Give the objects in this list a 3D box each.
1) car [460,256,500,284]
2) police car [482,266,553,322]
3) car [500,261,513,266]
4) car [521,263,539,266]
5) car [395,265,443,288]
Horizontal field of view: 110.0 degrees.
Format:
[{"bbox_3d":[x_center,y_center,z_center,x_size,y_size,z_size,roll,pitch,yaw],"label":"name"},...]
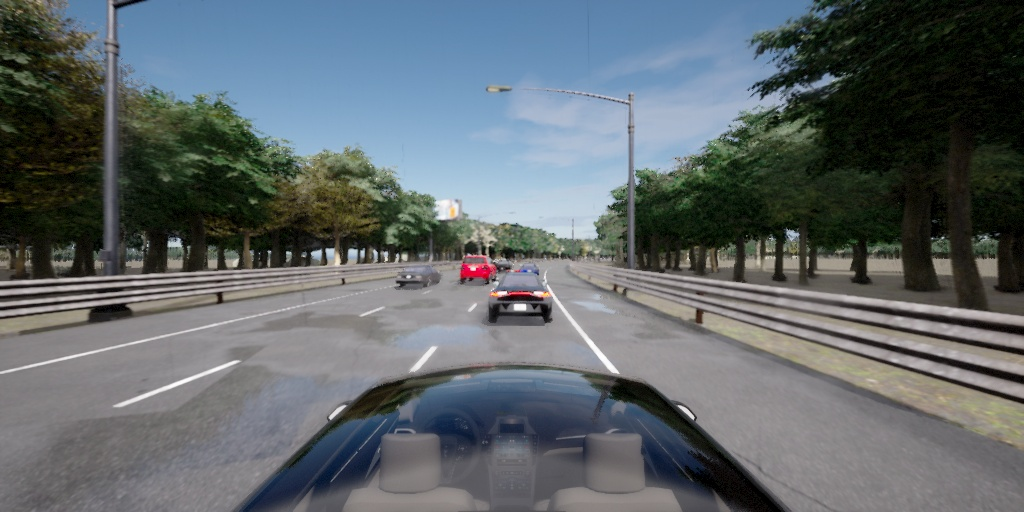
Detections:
[{"bbox_3d":[-2.506,1.025,27.479,2.150,2.045,5.566,0,-1,4],"label":"car"},{"bbox_3d":[0.303,1.278,12.567,2.038,1.542,4.974,0,0,2],"label":"police car"},{"bbox_3d":[-0.920,1.331,45.300,1.882,1.535,5.008,0,0,6],"label":"car"},{"bbox_3d":[1.827,1.402,37.666,1.994,1.385,4.181,0,0,5],"label":"car"},{"bbox_3d":[-6.200,1.343,24.513,2.033,1.411,5.357,0,0,3],"label":"car"}]
